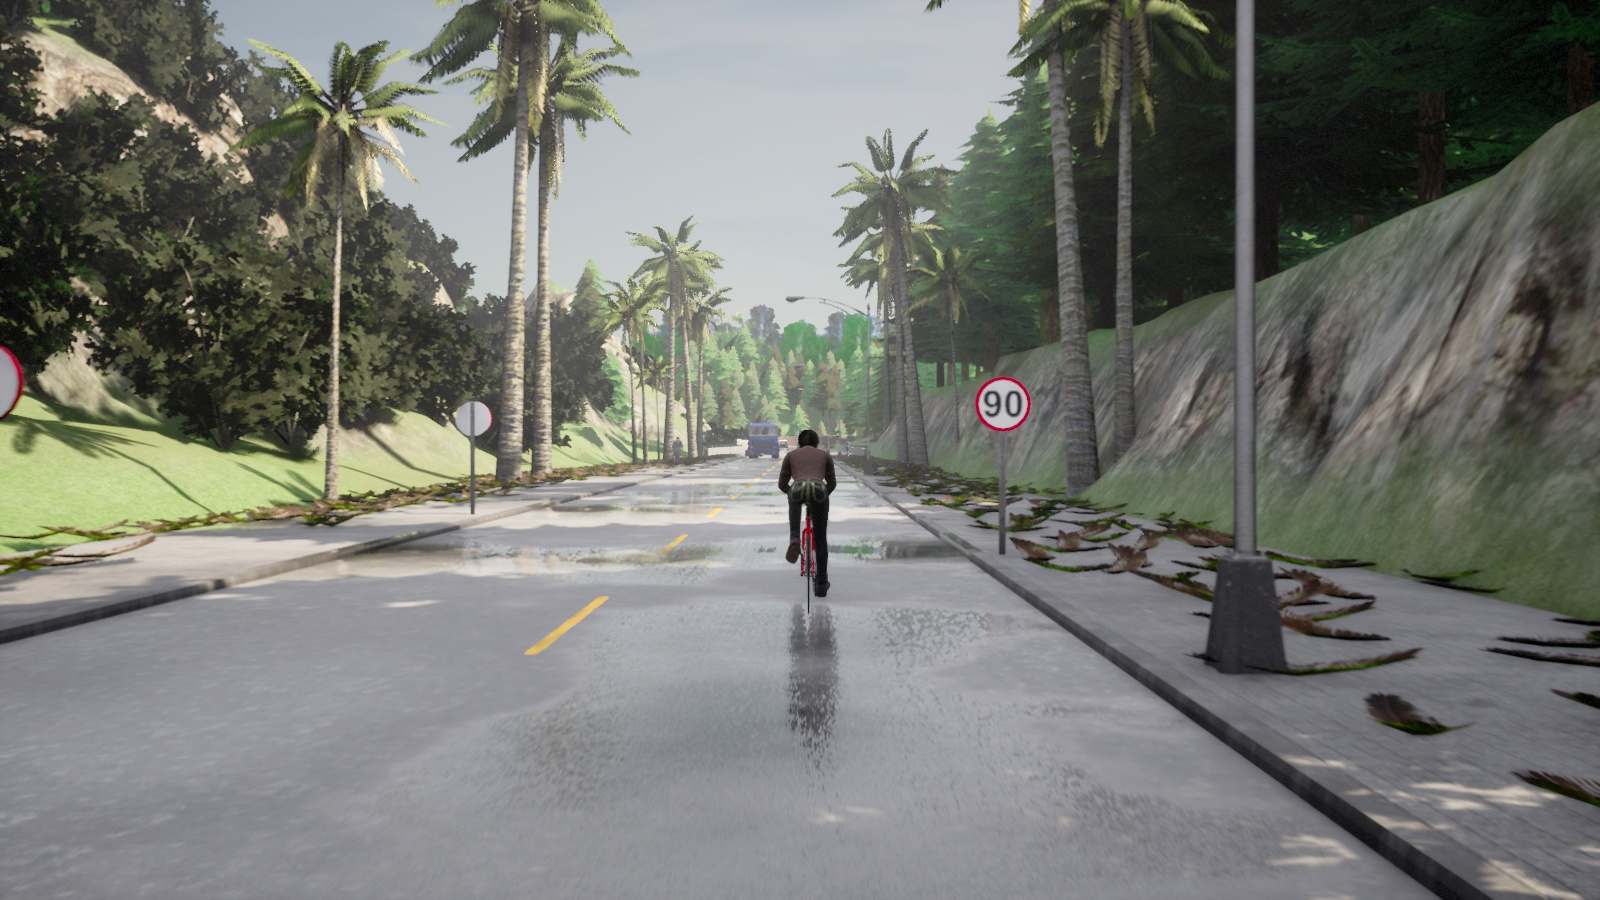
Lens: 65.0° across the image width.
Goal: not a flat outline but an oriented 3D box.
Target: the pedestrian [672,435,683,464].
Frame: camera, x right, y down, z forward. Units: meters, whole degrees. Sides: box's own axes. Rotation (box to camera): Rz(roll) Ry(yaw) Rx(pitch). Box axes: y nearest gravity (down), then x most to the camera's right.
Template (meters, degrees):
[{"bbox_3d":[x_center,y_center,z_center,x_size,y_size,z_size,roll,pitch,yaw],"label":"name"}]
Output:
[{"bbox_3d":[-8.179,-0.032,83.667,0.659,1.952,0.873,0,0,0],"label":"pedestrian"}]

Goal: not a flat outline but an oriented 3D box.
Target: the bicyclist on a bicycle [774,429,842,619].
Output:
[{"bbox_3d":[0.076,0.634,11.587,0.582,1.620,1.656,0,0,0],"label":"bicyclist on a bicycle"}]
